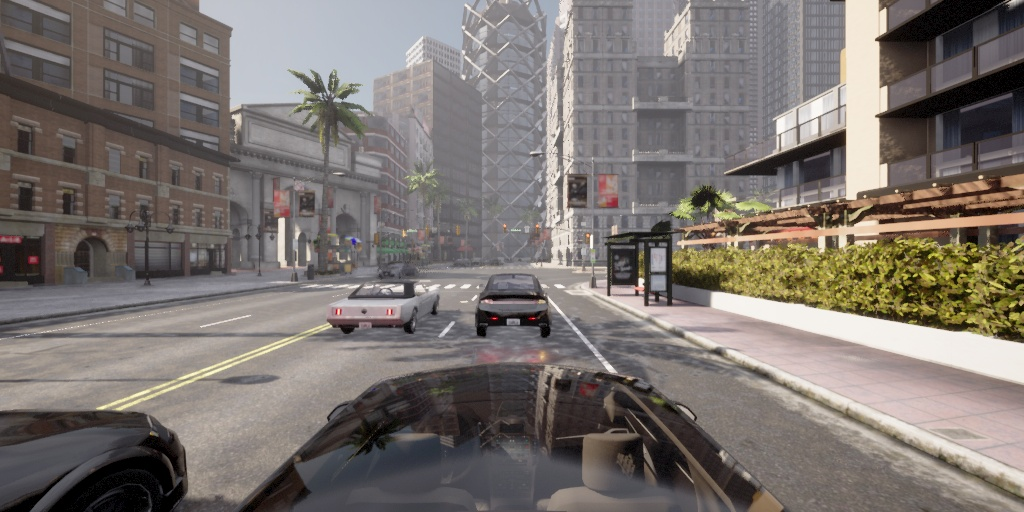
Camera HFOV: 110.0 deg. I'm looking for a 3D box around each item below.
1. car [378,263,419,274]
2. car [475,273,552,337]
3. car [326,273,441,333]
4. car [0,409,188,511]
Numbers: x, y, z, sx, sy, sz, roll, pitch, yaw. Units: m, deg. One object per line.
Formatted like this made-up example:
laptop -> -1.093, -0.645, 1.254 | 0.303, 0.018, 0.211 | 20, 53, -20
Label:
car -> -10.013, 1.313, 31.790 | 1.994, 1.385, 4.181 | 0, 0, 13
car -> 0.042, 1.241, 10.329 | 2.128, 1.511, 4.902 | 0, 0, 0
car -> -3.457, 1.351, 10.708 | 1.895, 1.301, 4.718 | 0, 0, 0
car -> -3.392, 1.314, 0.889 | 1.994, 1.385, 4.181 | 0, 0, 0
